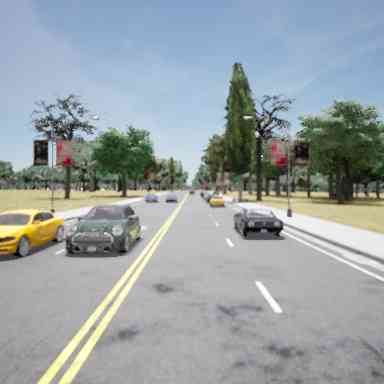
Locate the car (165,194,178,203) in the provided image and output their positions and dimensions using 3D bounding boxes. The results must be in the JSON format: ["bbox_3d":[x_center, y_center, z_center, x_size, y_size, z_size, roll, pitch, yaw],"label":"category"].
[{"bbox_3d":[-3.293,1.073,54.395,2.033,1.411,5.357,0,1,1],"label":"car"}]

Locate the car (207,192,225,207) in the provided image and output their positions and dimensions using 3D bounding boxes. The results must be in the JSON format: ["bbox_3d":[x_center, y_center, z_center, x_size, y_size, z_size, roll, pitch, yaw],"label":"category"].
[{"bbox_3d":[3.262,1.103,43.150,1.801,1.575,5.366,0,1,0],"label":"car"}]

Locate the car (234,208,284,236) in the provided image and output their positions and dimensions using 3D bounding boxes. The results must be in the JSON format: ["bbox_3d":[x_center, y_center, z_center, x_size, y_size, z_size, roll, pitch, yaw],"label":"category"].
[{"bbox_3d":[3.356,1.512,17.736,1.895,1.301,4.718,0,1,0],"label":"car"}]

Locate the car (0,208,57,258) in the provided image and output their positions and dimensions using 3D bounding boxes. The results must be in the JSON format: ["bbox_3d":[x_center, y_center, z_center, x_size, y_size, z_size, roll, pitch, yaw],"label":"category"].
[{"bbox_3d":[-6.596,1.433,12.868,1.882,1.535,5.008,0,0,0],"label":"car"}]

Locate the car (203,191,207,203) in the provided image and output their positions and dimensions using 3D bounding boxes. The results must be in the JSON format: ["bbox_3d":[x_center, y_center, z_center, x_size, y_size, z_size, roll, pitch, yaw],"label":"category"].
[{"bbox_3d":[3.265,1.034,53.959,1.837,1.490,4.892,0,1,0],"label":"car"}]

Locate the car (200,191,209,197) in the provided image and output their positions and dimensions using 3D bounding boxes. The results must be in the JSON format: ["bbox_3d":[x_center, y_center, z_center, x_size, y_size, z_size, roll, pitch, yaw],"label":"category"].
[{"bbox_3d":[3.273,0.500,86.981,2.163,1.488,4.792,0,1,0],"label":"car"}]

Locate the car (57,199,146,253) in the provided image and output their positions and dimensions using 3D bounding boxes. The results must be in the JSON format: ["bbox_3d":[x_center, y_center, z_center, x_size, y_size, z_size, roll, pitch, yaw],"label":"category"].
[{"bbox_3d":[-3.344,1.304,13.334,2.097,1.767,4.553,0,0,0],"label":"car"}]

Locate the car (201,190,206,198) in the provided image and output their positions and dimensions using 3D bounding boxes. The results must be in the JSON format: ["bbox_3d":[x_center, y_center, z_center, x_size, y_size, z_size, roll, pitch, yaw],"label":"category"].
[{"bbox_3d":[3.268,0.839,65.145,1.801,1.575,5.366,0,1,0],"label":"car"}]

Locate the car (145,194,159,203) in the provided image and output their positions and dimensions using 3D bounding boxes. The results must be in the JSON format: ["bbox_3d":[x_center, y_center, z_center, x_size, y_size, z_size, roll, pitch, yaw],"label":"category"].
[{"bbox_3d":[-6.547,1.051,54.393,1.812,1.442,4.674,0,1,0],"label":"car"}]

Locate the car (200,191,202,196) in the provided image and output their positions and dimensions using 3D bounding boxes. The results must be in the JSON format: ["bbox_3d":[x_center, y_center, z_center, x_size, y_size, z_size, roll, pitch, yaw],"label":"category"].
[{"bbox_3d":[3.270,0.729,75.953,1.812,1.442,4.674,0,1,0],"label":"car"}]
